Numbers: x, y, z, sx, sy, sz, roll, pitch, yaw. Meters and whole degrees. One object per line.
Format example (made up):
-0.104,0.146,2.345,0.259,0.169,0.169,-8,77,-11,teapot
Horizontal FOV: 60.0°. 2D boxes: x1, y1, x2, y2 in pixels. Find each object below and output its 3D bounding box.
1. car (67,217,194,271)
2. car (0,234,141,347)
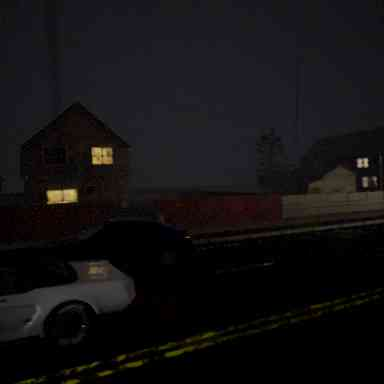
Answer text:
-2.198,1.479,9.292,4.674,1.442,1.812,-2,1,-27,car
-3.378,1.636,4.996,4.718,1.301,1.895,-2,1,-28,car
